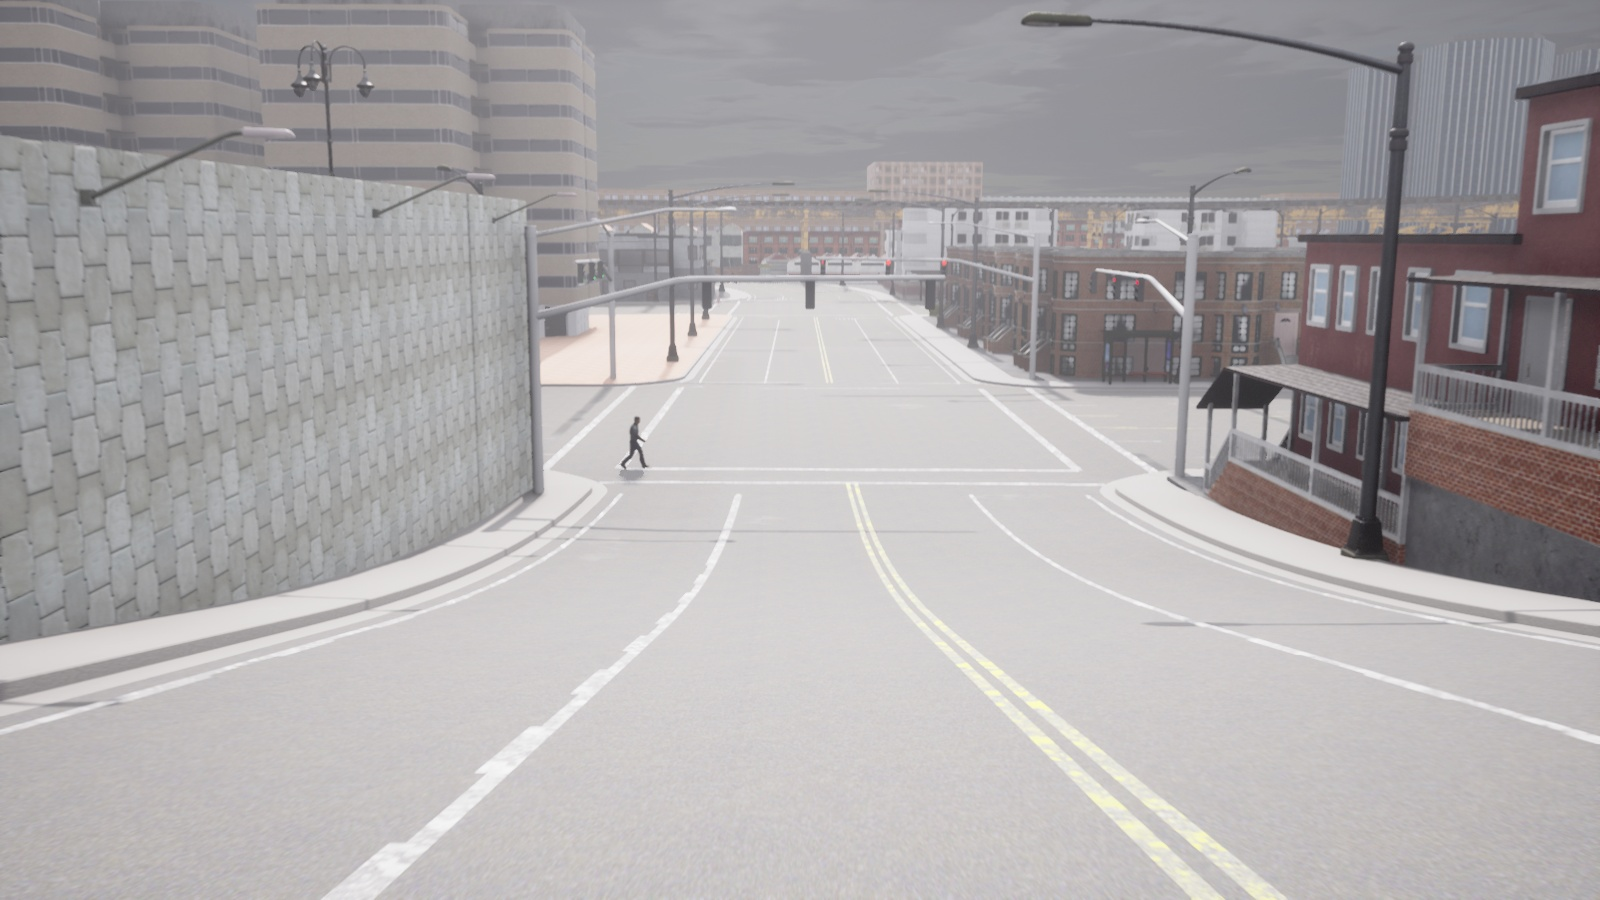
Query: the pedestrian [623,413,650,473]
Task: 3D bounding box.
[{"bbox_3d":[-5.393,-0.227,41.528,0.788,1.949,0.423,0,10,0],"label":"pedestrian"}]
